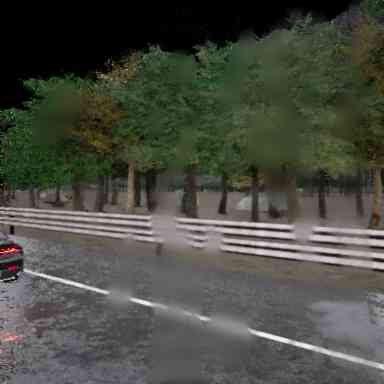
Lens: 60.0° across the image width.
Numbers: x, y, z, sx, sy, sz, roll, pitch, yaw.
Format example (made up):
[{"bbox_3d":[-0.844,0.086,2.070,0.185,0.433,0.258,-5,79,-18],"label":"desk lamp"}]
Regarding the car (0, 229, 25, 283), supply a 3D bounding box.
[{"bbox_3d":[-6.101,1.471,8.341,4.892,1.490,1.837,0,0,36],"label":"car"}]
